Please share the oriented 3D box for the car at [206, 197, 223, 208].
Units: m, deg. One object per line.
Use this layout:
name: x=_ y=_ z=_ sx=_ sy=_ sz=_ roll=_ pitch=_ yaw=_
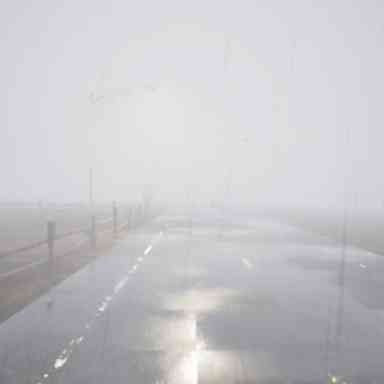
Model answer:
car: x=3.740 y=1.716 z=51.984 sx=2.128 sy=1.511 sz=4.902 roll=0 pitch=0 yaw=0
